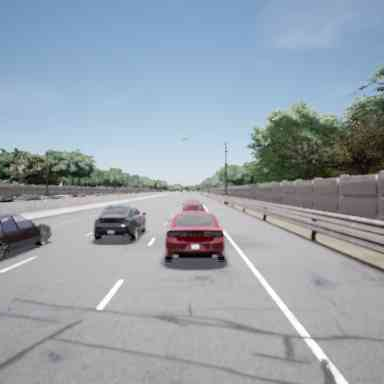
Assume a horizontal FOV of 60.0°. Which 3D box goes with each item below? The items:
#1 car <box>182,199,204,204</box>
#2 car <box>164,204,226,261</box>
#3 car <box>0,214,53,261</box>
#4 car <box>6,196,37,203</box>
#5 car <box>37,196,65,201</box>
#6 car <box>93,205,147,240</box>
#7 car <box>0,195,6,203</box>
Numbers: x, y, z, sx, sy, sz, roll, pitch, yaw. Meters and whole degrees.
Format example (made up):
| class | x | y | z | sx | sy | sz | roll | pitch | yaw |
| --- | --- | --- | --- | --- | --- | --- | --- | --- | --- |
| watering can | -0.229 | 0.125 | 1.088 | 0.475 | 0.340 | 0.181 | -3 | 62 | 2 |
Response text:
| class | x | y | z | sx | sy | sz | roll | pitch | yaw |
| --- | --- | --- | --- | --- | --- | --- | --- | --- | --- |
| car | 0.091 | 1.370 | 29.151 | 1.812 | 1.442 | 4.674 | 0 | 0 | 0 |
| car | 0.096 | 1.409 | 12.005 | 1.882 | 1.535 | 5.008 | 0 | 0 | 0 |
| car | -6.897 | 1.481 | 11.794 | 2.033 | 1.411 | 5.357 | 0 | 0 | 0 |
| car | -21.012 | 0.963 | 42.554 | 2.128 | 1.511 | 4.902 | 0 | 0 | 0 |
| car | -17.512 | 1.185 | 42.525 | 1.895 | 1.301 | 4.718 | 0 | 0 | 0 |
| car | -3.405 | 1.414 | 16.369 | 1.837 | 1.490 | 4.892 | 0 | 0 | 0 |
| car | -24.512 | 1.180 | 42.551 | 1.882 | 1.535 | 5.008 | 0 | 0 | 0 |
